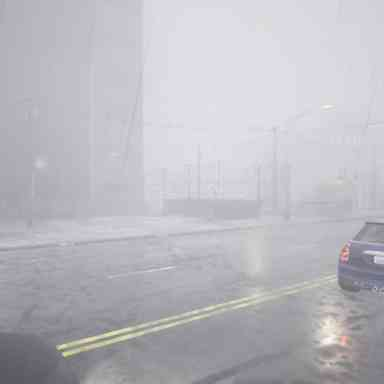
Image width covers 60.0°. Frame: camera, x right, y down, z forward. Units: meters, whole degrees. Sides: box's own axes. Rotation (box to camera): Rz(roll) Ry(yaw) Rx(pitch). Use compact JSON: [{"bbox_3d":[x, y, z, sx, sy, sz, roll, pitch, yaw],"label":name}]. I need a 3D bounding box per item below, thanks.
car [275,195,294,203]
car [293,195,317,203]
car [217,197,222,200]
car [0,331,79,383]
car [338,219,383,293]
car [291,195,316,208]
[{"bbox_3d":[19.301,1.452,69.281,3.806,1.475,1.970,0,0,-36],"label":"car"},{"bbox_3d":[22.214,1.420,65.285,4.674,1.452,2.002,0,0,-36],"label":"car"},{"bbox_3d":[4.575,1.575,60.769,4.718,1.301,1.895,0,0,-36],"label":"car"},{"bbox_3d":[-2.712,1.564,1.809,4.181,1.385,1.994,0,0,-36],"label":"car"},{"bbox_3d":[5.425,1.352,7.678,4.553,1.767,2.097,0,0,-35],"label":"car"},{"bbox_3d":[15.334,1.254,46.213,4.553,1.767,2.185,0,0,-36],"label":"car"}]
